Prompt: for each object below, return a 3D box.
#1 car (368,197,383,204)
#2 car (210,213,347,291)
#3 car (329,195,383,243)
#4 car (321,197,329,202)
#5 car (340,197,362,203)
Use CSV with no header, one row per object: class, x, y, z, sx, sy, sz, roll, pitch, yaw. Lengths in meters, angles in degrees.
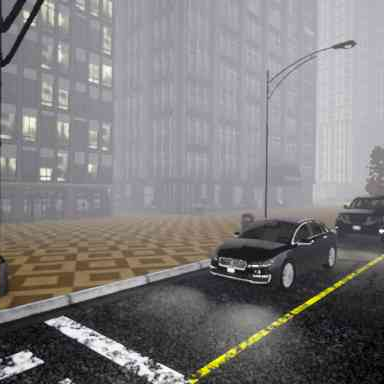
car,37.793,1.688,66.341,2.008,1.369,4.403,-1,0,-34
car,2.464,1.481,9.184,1.837,1.490,4.892,1,0,41
car,9.064,1.208,16.583,2.150,2.045,5.566,1,1,42
car,35.268,1.897,85.012,1.947,1.339,4.313,-1,0,-34
car,38.422,1.850,80.355,1.947,1.339,4.313,-1,0,-34
